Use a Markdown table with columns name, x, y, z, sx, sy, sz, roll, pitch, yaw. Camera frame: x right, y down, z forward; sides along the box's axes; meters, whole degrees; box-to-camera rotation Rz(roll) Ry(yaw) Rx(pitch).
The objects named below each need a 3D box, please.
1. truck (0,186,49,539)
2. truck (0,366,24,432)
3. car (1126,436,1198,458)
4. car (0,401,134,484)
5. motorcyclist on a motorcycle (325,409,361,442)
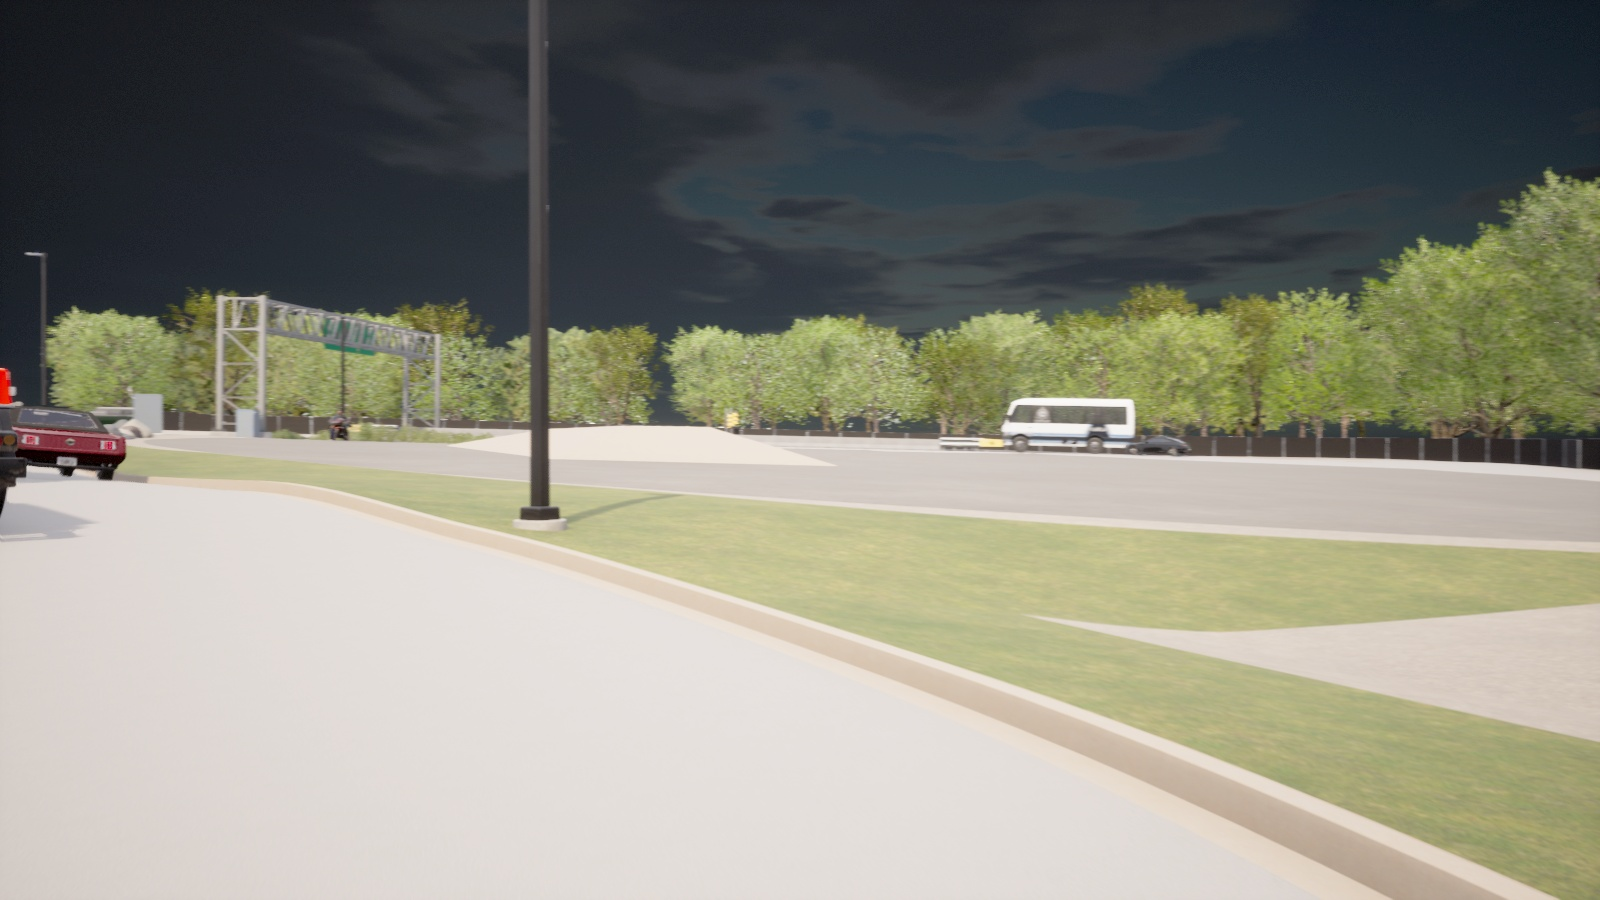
| name | x | y | z | sx | sy | sz | roll | pitch | yaw |
| --- | --- | --- | --- | --- | --- | --- | --- | --- | --- |
| truck | -11.571 | -1.115 | 14.098 | 7.936 | 3.462 | 2.891 | 5 | 3 | 40 |
| truck | -31.956 | -1.976 | 49.173 | 2.627 | 2.467 | 5.204 | 0 | 1 | -31 |
| car | 26.370 | -0.221 | 91.544 | 4.674 | 1.442 | 1.812 | 2 | 1 | 29 |
| car | -14.252 | -0.163 | 23.557 | 1.895 | 1.301 | 4.718 | 6 | -2 | -42 |
| motorcyclist on a motorcycle | -22.175 | -1.190 | 61.002 | 0.866 | 1.530 | 2.191 | 2 | 0 | 1 |
